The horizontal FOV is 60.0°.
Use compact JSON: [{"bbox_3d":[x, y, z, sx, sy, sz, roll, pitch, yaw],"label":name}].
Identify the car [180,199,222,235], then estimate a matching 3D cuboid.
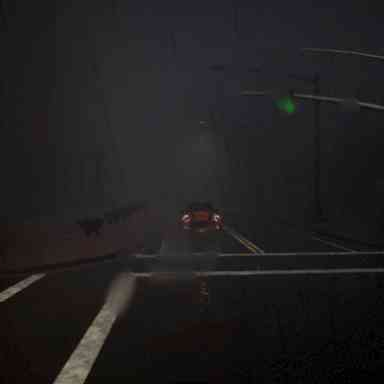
[{"bbox_3d":[0.402,1.333,18.685,2.097,1.767,4.553,0,0,-3],"label":"car"}]
